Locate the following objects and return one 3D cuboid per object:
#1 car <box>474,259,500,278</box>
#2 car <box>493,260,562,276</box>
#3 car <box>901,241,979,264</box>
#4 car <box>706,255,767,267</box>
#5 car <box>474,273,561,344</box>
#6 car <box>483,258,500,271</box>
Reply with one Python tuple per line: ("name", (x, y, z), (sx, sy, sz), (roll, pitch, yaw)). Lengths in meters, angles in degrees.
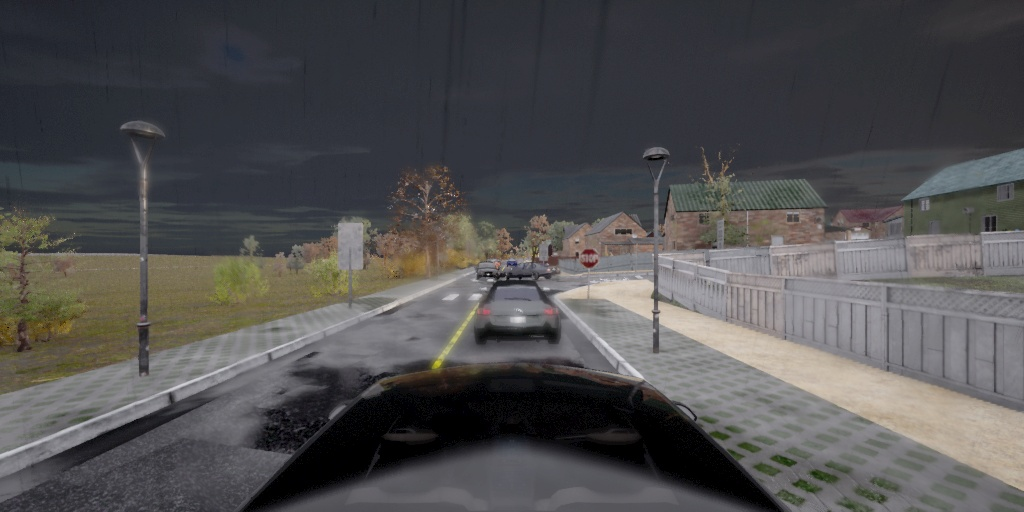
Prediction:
("car", (-2.251, 1.258, 31.470), (1.837, 1.490, 4.892), (0, 0, -8))
("car", (1.337, 1.198, 28.559), (5.357, 1.411, 2.033), (-4, -3, 43))
("car", (23.888, -0.208, 20.514), (4.902, 1.511, 2.128), (-3, 0, 14))
("car", (14.387, 0.413, 22.935), (4.181, 1.385, 1.994), (-3, 0, 16))
("car", (0.102, 1.313, 9.545), (1.994, 1.385, 4.181), (0, 0, -1))
("car", (-2.847, 1.121, 51.288), (2.097, 1.767, 4.553), (0, 0, 1))
